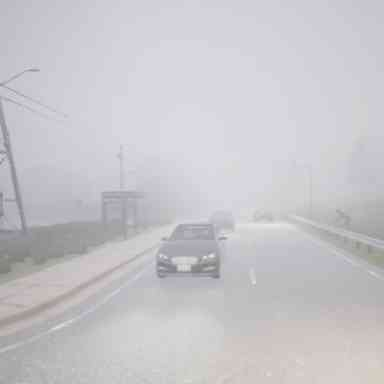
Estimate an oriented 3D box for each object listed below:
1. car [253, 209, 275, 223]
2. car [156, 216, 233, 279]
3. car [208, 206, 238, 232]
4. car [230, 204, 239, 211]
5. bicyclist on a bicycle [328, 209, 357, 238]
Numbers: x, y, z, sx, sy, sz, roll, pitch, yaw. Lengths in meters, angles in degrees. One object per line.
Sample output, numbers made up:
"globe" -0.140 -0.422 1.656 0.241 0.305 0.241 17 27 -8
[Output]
"car" 7.161 2.369 33.563 1.895 1.301 4.718 -2 -2 8
"car" 0.149 1.808 11.227 2.128 1.511 4.902 -2 -2 8
"car" 2.342 2.139 25.644 1.882 1.535 5.008 -2 -2 9
"car" 8.828 3.197 69.722 1.882 1.535 5.008 -2 -2 8
"bicyclist on a bicycle" 8.321 1.731 18.410 1.656 1.620 0.582 -7 -2 8
